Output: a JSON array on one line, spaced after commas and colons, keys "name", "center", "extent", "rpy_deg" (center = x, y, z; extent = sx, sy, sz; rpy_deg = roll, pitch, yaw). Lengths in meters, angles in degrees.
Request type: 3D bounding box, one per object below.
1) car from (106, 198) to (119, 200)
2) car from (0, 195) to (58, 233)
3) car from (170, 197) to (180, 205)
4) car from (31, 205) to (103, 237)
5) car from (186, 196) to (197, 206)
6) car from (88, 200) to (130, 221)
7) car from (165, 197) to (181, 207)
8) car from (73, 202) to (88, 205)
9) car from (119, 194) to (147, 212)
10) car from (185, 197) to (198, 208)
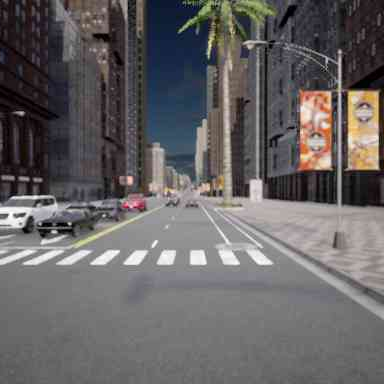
[{"name": "car", "center": [-9.854, 1.538, 41.126], "extent": [2.128, 1.511, 4.902], "rpy_deg": [0, 0, 0]}, {"name": "car", "center": [-9.861, 1.239, 19.920], "extent": [2.150, 2.045, 5.566], "rpy_deg": [0, 0, 0]}, {"name": "car", "center": [-3.178, 1.627, 62.948], "extent": [1.812, 1.442, 4.674], "rpy_deg": [0, 0, 0]}, {"name": "car", "center": [-6.608, 1.616, 18.172], "extent": [1.895, 1.301, 4.718], "rpy_deg": [0, 0, 0]}, {"name": "car", "center": [-0.028, 1.570, 59.613], "extent": [1.882, 1.535, 5.008], "rpy_deg": [0, 0, 0]}, {"name": "car", "center": [-6.616, 1.588, 26.961], "extent": [1.994, 1.385, 4.181], "rpy_deg": [0, 0, 0]}, {"name": "car", "center": [-3.179, 1.674, 52.839], "extent": [1.895, 1.301, 4.718], "rpy_deg": [0, 0, 0]}, {"name": "car", "center": [-9.858, 1.592, 29.888], "extent": [1.994, 1.385, 4.181], "rpy_deg": [0, 0, 1]}, {"name": "car", "center": [-6.608, 1.265, 38.895], "extent": [2.150, 2.045, 5.566], "rpy_deg": [0, 0, 0]}, {"name": "car", "center": [-0.024, 1.611, 49.191], "extent": [2.033, 1.411, 5.357], "rpy_deg": [0, 0, 0]}]
